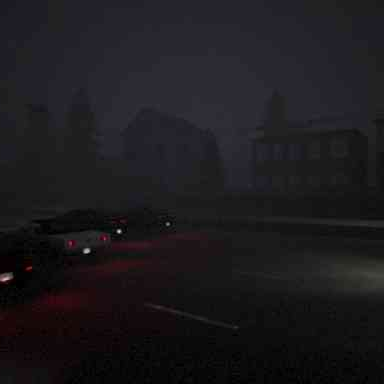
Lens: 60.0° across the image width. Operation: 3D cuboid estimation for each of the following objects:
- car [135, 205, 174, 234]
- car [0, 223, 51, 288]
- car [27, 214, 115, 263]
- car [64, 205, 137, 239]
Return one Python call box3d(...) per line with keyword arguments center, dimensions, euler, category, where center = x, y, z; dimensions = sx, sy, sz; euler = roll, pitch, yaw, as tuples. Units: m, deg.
box3d(center=(-3.259, 1.502, 19.218), dimensions=(4.902, 1.511, 2.128), euler=(0, 0, 36), category="car")
box3d(center=(-5.605, 1.533, 7.994), dimensions=(4.674, 1.442, 1.812), euler=(0, 0, 36), category="car")
box3d(center=(-5.189, 1.609, 11.995), dimensions=(4.718, 1.301, 1.895), euler=(0, 0, 36), category="car")
box3d(center=(-5.238, 1.515, 16.330), dimensions=(4.892, 1.490, 1.837), euler=(0, 0, 36), category="car")
